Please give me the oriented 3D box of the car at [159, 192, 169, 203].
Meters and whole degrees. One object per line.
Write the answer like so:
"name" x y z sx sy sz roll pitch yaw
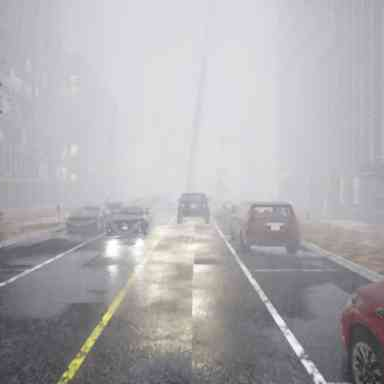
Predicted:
"car" -5.696 1.144 58.666 1.887 1.381 4.507 0 0 0

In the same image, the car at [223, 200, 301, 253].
"car" 2.692 1.230 13.118 2.192 1.841 5.009 0 0 0

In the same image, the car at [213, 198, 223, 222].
"car" 2.689 1.363 24.672 1.752 1.417 4.829 0 0 0

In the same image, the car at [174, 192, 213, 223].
"car" 0.098 1.060 23.728 2.150 2.045 5.566 0 0 0

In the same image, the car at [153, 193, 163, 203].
"car" -5.695 1.231 47.282 2.008 1.369 4.403 0 0 0

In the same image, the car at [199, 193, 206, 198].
"car" 2.680 0.970 87.114 1.802 1.307 4.206 0 0 0

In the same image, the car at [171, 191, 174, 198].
"car" -5.700 0.828 87.125 1.967 1.590 4.097 0 0 0

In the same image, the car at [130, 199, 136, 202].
"car" -5.691 1.405 24.514 1.947 1.339 4.313 0 0 0

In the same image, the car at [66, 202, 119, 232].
"car" -5.690 1.428 18.822 2.008 1.369 4.403 0 0 0

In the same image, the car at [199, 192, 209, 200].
"car" 2.682 0.914 75.729 1.967 1.590 4.097 0 0 0

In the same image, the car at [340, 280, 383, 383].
"car" 2.694 1.303 1.733 2.192 1.841 5.009 0 0 0

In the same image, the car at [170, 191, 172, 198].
"car" -5.698 1.098 70.051 1.802 1.307 4.206 0 0 0

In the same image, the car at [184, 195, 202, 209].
"car" 0.093 1.215 41.245 2.128 1.511 4.902 0 0 0

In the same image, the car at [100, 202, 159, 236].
"car" -3.103 1.451 17.373 1.994 1.385 4.181 0 0 0

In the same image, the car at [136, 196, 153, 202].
"car" -5.693 1.343 35.897 1.802 1.307 4.206 0 0 0

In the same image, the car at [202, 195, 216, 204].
"car" 2.685 1.206 52.963 1.947 1.339 4.313 0 0 0

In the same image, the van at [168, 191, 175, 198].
"van" -5.700 0.686 92.818 1.690 1.788 3.998 0 0 0
